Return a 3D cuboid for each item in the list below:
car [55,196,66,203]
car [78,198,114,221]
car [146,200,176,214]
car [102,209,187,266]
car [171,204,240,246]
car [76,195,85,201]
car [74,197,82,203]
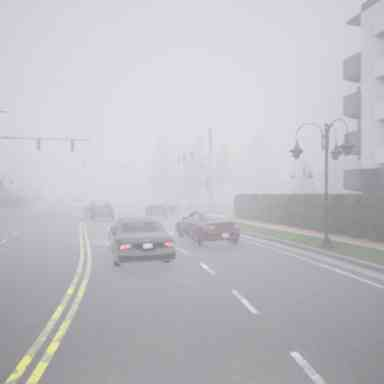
[{"bbox_3d":[-27.611,1.586,70.123,1.882,1.535,5.008,0,0,-17],"label":"car"},{"bbox_3d":[-7.887,1.521,27.908,2.128,1.511,4.902,0,0,-27],"label":"car"},{"bbox_3d":[-2.640,1.484,30.520,1.882,1.535,5.008,-2,0,13],"label":"car"},{"bbox_3d":[-1.930,1.554,11.695,2.033,1.411,5.357,0,0,-16],"label":"car"},{"bbox_3d":[0.623,1.520,15.218,1.812,1.442,4.674,0,0,-17],"label":"car"},{"bbox_3d":[-28.947,1.621,86.131,2.128,1.511,4.902,0,0,-17],"label":"car"},{"bbox_3d":[-24.260,1.688,71.134,1.895,1.301,4.718,0,0,-17],"label":"car"}]
